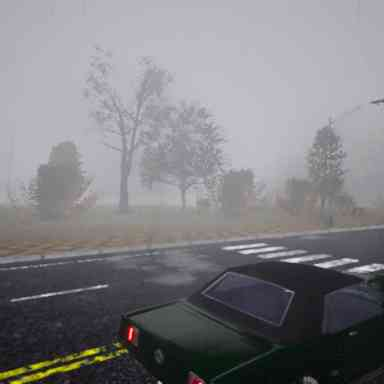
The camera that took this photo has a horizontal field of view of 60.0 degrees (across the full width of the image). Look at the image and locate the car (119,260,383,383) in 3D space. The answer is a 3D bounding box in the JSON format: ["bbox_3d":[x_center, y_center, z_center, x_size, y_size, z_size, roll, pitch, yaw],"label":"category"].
[{"bbox_3d":[1.583,1.640,4.469,4.718,1.301,1.895,1,0,-35],"label":"car"}]
